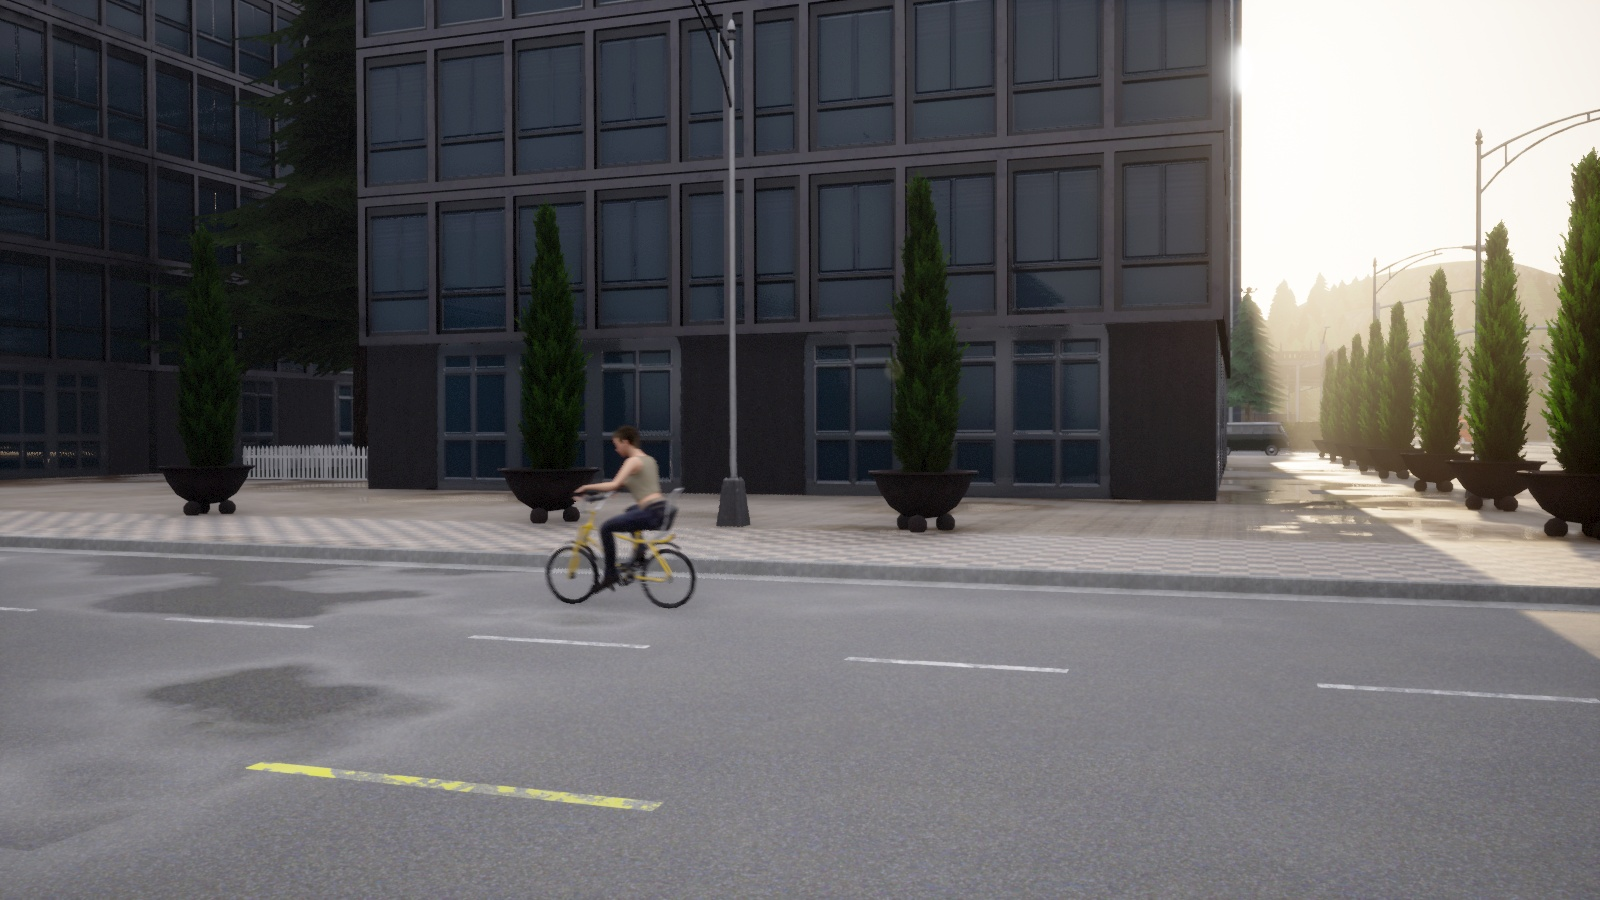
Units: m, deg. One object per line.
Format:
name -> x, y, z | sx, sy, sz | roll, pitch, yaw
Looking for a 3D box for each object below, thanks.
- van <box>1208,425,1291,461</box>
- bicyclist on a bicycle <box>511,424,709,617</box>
van -> 25.914, -0.430, 72.565 | 4.442, 1.987, 1.775 | 1, 1, 19
bicyclist on a bicycle -> -1.680, 0.578, 11.160 | 1.509, 1.612, 0.866 | 1, 1, 19
